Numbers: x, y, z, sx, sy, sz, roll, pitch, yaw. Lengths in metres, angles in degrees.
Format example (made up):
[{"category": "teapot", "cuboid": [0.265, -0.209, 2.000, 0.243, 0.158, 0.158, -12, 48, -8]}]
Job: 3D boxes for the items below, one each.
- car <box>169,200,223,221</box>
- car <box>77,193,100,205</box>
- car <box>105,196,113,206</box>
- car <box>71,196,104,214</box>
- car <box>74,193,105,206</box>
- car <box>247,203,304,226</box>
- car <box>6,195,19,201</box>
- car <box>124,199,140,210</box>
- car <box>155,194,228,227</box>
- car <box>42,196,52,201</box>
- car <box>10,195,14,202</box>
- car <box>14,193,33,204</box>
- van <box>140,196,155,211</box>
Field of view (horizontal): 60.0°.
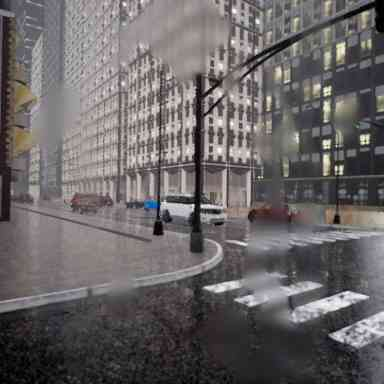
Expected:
[{"category": "car", "cuboid": [0.185, 1.469, 27.650, 1.882, 1.535, 5.008, 1, -1, -35]}, {"category": "car", "cuboid": [-18.385, 1.232, 58.968, 2.150, 2.045, 5.566, 1, -1, -35]}, {"category": "car", "cuboid": [-14.292, 1.363, 53.216, 2.097, 1.767, 4.553, 1, -1, -35]}, {"category": "car", "cuboid": [-10.737, 1.418, 33.013, 2.008, 1.369, 4.403, 1, -1, -35]}, {"category": "car", "cuboid": [-12.962, 1.127, 40.652, 2.150, 2.045, 5.566, 1, -1, -35]}, {"category": "car", "cuboid": [5.912, 1.489, 24.055, 1.967, 1.590, 4.097, 1, -1, -35]}, {"category": "car", "cuboid": [-40.185, 1.368, 74.452, 2.008, 1.369, 4.403, 1, -1, -35]}, {"category": "car", "cuboid": [-7.179, 1.568, 42.471, 2.008, 1.369, 4.403, 1, -1, -35]}, {"category": "car", "cuboid": [-0.019, 1.156, 22.410, 2.150, 2.045, 5.566, 1, 0, -35]}, {"category": "car", "cuboid": [-36.629, 1.554, 83.909, 1.802, 1.307, 4.206, 1, -1, -35]}, {"category": "car", "cuboid": [-36.914, 1.387, 69.848, 1.947, 1.339, 4.313, 1, -1, -35]}, {"category": "car", "cuboid": [-30.366, 1.146, 60.641, 2.192, 1.841, 5.009, 1, -1, -35]}, {"category": "van", "cuboid": [-3.903, 1.366, 37.869, 1.690, 1.788, 3.998, 1, -1, -35]}]
